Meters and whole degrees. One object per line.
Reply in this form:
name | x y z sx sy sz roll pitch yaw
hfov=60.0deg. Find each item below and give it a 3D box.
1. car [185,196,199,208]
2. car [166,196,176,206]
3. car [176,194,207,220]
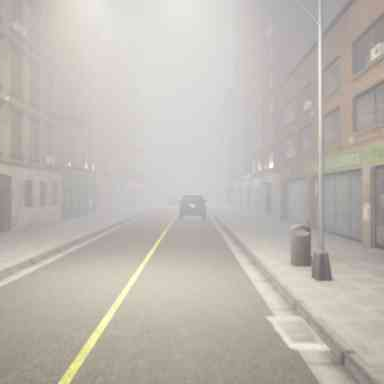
car | 0.002 1.461 48.909 1.882 1.535 5.008 0 0 0
car | -3.070 1.492 54.802 1.837 1.490 4.892 0 0 0
car | 0.072 1.205 28.088 2.150 2.045 5.566 0 0 0
